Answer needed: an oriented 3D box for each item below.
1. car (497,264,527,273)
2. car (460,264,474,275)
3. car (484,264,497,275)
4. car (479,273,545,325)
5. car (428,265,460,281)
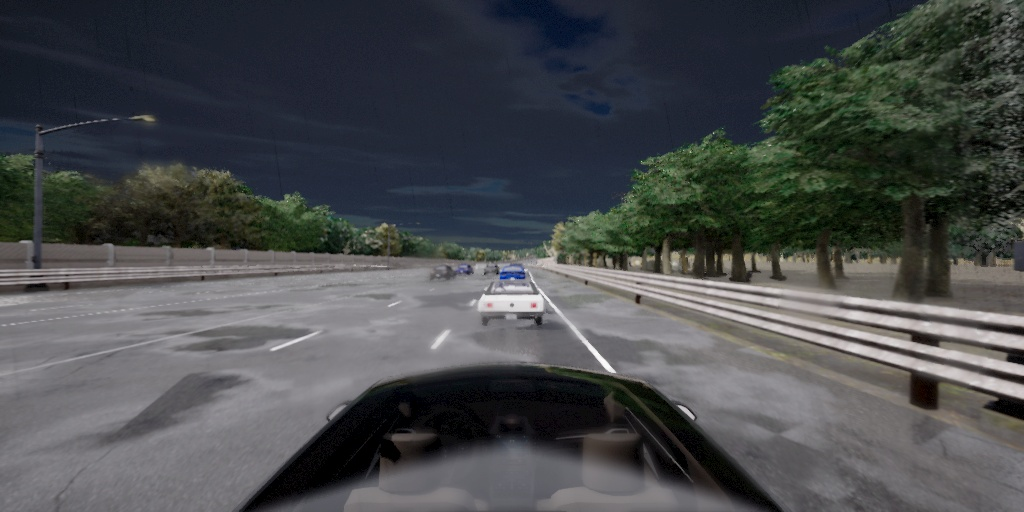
[{"bbox_3d":[0.095,1.444,27.254,1.882,1.535,5.008,0,0,1],"label":"car"},{"bbox_3d":[-6.188,1.778,46.910,1.812,1.442,4.674,0,-1,3],"label":"car"},{"bbox_3d":[-2.658,1.750,48.049,2.128,1.511,4.902,0,-1,2],"label":"car"},{"bbox_3d":[-0.003,1.437,12.212,1.895,1.301,4.718,0,-1,0],"label":"car"},{"bbox_3d":[-6.623,1.617,34.729,1.812,1.442,4.674,0,-1,2],"label":"car"}]
